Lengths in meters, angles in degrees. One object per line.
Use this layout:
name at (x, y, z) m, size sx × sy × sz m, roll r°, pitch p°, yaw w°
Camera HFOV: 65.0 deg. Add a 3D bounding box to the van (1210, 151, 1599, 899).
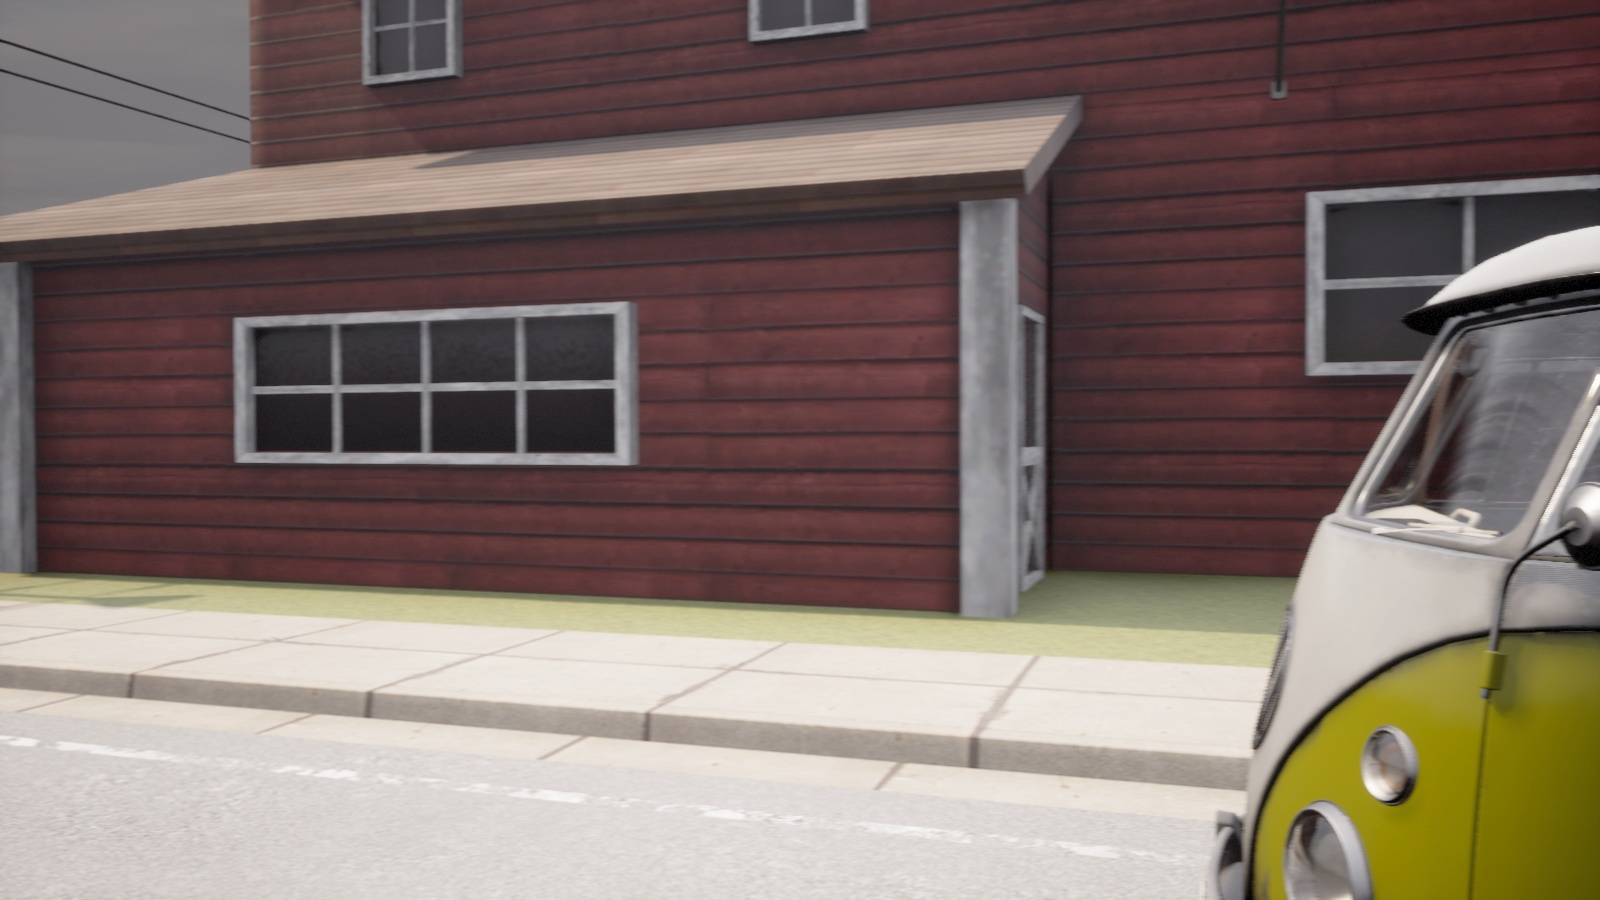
van at (3.053, 0.556, 2.163) m, size 4.442 × 1.987 × 1.775 m, roll 1°, pitch 1°, yaw 19°
